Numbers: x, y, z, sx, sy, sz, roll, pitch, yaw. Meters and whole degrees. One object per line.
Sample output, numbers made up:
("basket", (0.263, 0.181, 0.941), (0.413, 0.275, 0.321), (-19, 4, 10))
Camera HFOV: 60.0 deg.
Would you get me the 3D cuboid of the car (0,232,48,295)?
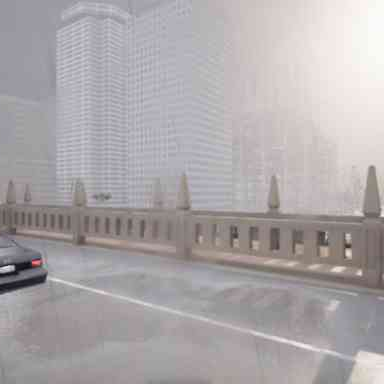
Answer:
("car", (-5.636, 1.553, 7.956), (5.357, 1.411, 2.033), (0, 0, 36))
